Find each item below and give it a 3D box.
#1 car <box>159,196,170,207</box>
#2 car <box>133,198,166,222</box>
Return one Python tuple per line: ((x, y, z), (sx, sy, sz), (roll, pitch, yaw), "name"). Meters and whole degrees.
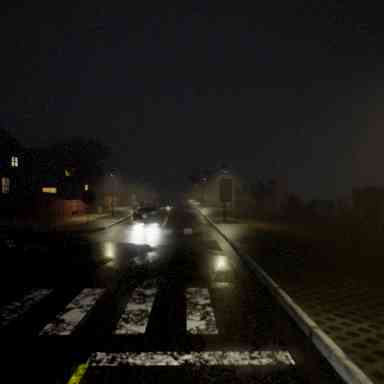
((-4.343, 1.415, 50.605), (1.882, 1.535, 5.008), (0, 0, -2), "car")
((-3.439, 1.468, 26.088), (2.128, 1.511, 4.902), (0, 0, -2), "car")
